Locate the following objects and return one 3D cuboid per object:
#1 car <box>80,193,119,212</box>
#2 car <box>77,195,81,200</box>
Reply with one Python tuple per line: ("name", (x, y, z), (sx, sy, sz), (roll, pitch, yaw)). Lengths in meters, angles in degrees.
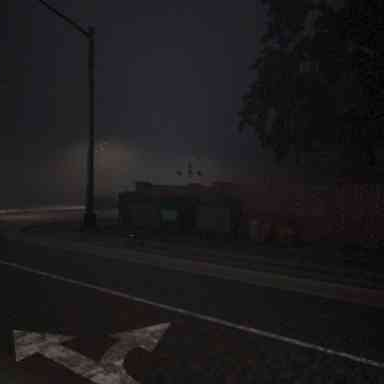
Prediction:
("car", (-8.845, 1.197, 35.200), (1.882, 1.535, 5.008), (1, 0, 35))
("car", (-20.609, 0.893, 65.395), (1.970, 1.475, 3.806), (1, 0, 36))
